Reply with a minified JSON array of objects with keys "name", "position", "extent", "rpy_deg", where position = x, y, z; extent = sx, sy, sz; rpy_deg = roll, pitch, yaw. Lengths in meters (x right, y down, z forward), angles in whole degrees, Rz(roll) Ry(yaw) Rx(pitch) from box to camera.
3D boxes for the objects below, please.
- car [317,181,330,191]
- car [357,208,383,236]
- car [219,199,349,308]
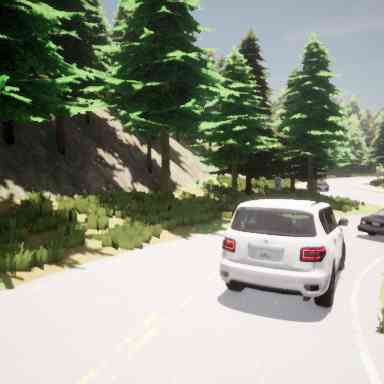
[{"name":"car","position":[16.067,-0.868,42.434],"extent":[2.128,1.511,4.902],"rpy_deg":[0,5,6]},{"name":"car","position":[10.135,1.408,15.831],"extent":[5.357,1.411,2.033],"rpy_deg":[-1,5,-32]},{"name":"car","position":[2.551,1.197,8.380],"extent":[2.150,2.045,5.566],"rpy_deg":[3,2,27]}]
